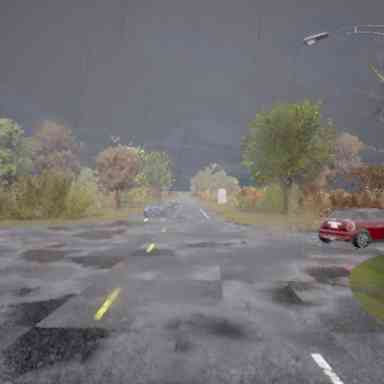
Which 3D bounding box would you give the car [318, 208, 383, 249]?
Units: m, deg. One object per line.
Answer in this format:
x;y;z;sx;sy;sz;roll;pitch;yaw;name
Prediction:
8.202;1.531;15.549;4.553;1.767;2.097;1;-1;-25;car

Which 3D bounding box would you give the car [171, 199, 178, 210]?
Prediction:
-3.880;2.050;53.645;2.128;1.511;4.902;0;-1;0;car

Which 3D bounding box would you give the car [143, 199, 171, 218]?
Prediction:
-3.782;1.728;35.149;2.097;1.767;4.553;0;-1;1;car

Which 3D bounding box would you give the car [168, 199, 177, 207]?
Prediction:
-4.010;2.218;68.837;1.812;1.442;4.674;0;0;-1;car
